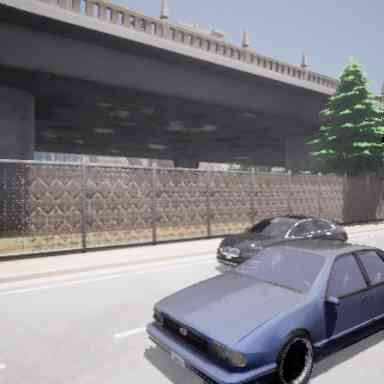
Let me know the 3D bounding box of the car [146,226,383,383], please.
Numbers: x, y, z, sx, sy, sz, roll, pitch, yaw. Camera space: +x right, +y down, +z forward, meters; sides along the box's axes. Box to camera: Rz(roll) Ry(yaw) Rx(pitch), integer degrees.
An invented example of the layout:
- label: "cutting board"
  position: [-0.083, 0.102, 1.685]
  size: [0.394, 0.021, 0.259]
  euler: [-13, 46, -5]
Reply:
- label: "car"
  position: [1.994, 1.547, 5.406]
  size: [5.357, 1.411, 2.033]
  euler: [0, 0, -36]

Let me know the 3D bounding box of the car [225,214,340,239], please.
- label: "car"
  position: [2.967, 1.503, 10.408]
  size: [4.892, 1.490, 1.837]
  euler: [0, 0, -36]
